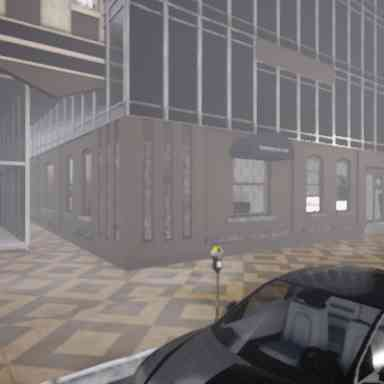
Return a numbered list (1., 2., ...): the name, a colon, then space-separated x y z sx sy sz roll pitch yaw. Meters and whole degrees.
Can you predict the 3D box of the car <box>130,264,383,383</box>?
1. car: 1.470 1.567 3.482 4.313 1.339 1.947 0 0 -35
